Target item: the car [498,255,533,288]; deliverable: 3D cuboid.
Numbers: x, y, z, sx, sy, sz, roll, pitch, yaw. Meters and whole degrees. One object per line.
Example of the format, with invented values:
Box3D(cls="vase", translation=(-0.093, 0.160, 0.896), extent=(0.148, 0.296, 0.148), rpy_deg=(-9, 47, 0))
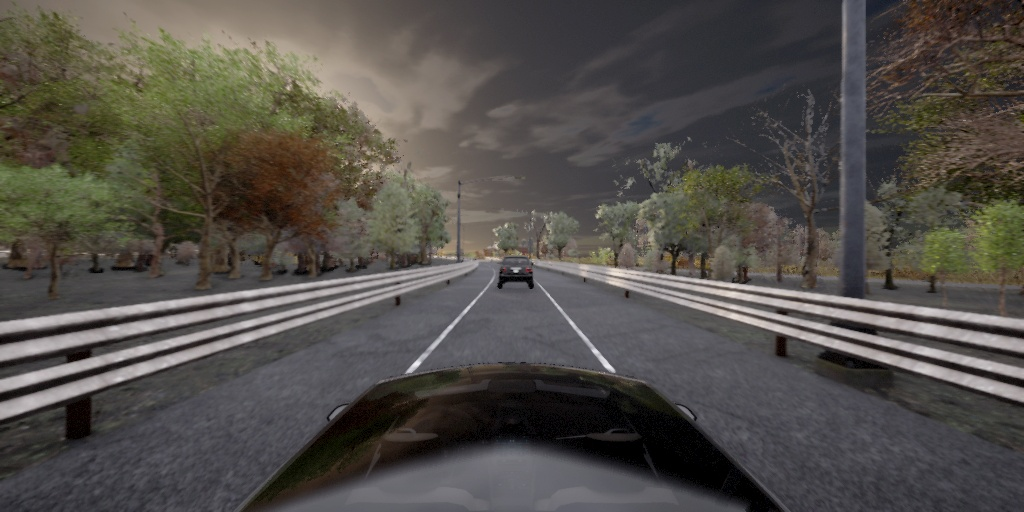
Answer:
Box3D(cls="car", translation=(0.243, 0.984, 24.052), extent=(2.150, 2.045, 5.566), rpy_deg=(1, 0, 0))
